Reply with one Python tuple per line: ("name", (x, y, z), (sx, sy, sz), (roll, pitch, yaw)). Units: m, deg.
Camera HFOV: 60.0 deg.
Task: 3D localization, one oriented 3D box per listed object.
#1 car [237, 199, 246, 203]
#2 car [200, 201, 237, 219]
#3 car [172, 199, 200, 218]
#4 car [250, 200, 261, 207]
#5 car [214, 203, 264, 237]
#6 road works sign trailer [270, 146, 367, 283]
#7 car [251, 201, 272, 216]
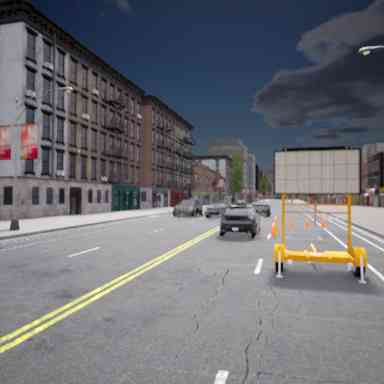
("car", (10.693, 2.359, 72.239), (1.882, 1.535, 5.008), (0, -1, 15))
("car", (2.603, 1.725, 30.957), (2.033, 1.411, 5.357), (0, -1, 15))
("car", (-0.339, 1.536, 32.501), (2.097, 1.767, 4.553), (0, -1, 15))
("car", (13.486, 2.448, 70.141), (1.895, 1.301, 4.718), (0, -1, 15))
("car", (2.757, 1.565, 18.499), (1.837, 1.490, 4.892), (0, 0, 15))
("road works sign trailer", (3.654, 0.482, 9.880), (2.380, 3.560, 2.880), (0, 0, 15))
("car", (7.408, 1.747, 35.411), (2.128, 1.511, 4.902), (0, -1, 15))
